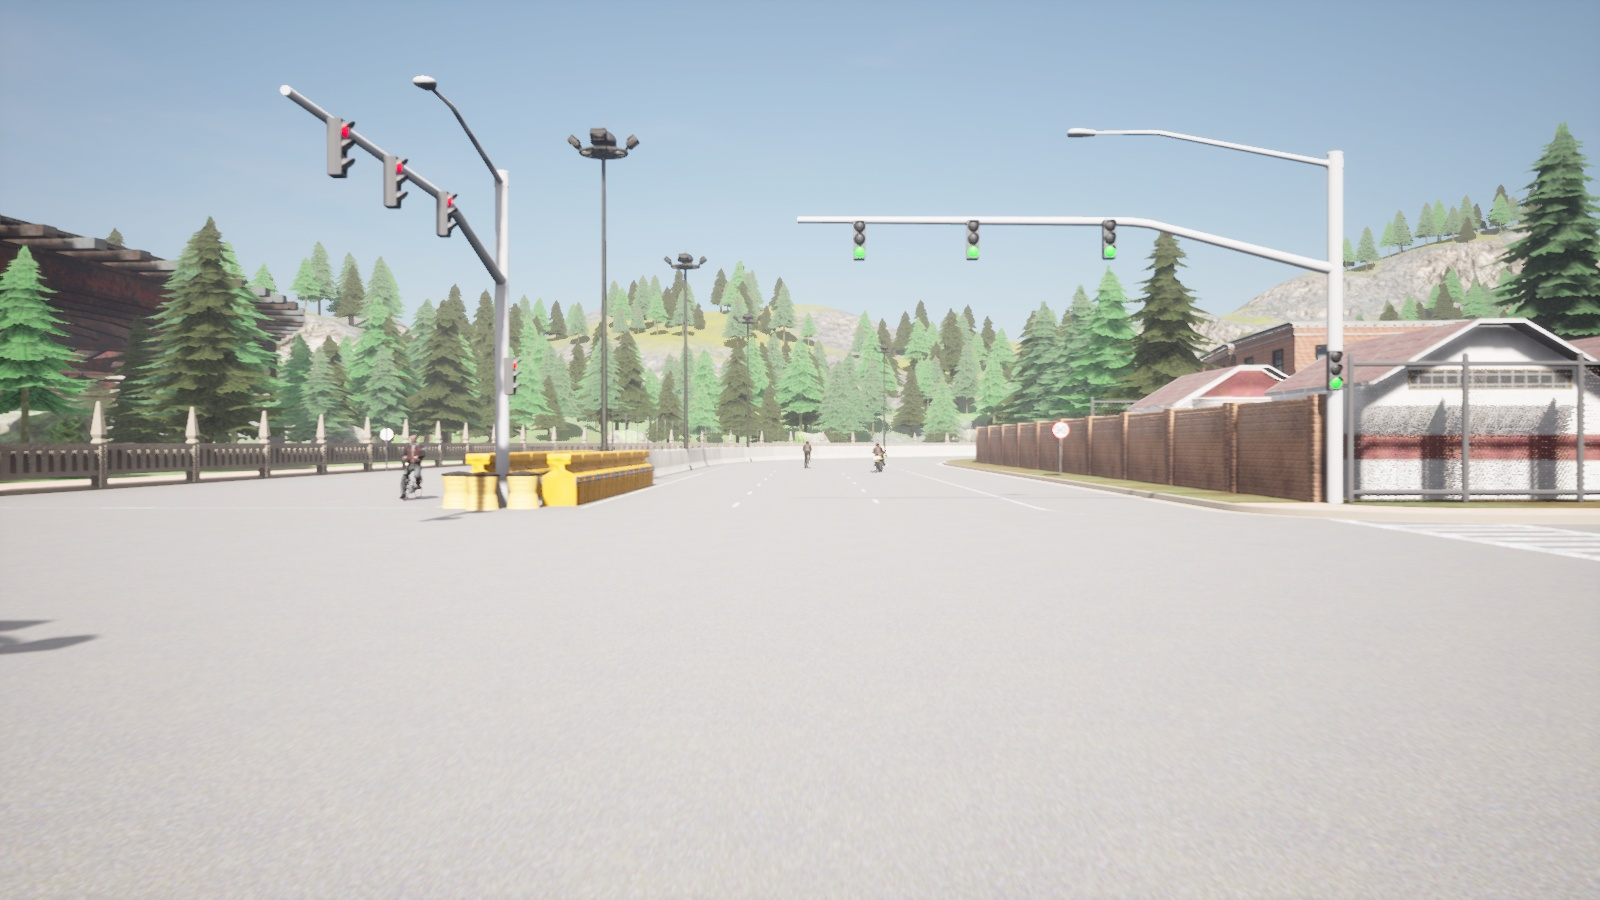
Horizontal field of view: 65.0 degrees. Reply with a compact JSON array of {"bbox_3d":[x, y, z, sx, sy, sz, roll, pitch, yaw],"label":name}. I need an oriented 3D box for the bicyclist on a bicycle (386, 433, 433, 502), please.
[{"bbox_3d":[-10.292,0.444,33.174,0.659,1.776,1.843,0,0,0],"label":"bicyclist on a bicycle"}]
